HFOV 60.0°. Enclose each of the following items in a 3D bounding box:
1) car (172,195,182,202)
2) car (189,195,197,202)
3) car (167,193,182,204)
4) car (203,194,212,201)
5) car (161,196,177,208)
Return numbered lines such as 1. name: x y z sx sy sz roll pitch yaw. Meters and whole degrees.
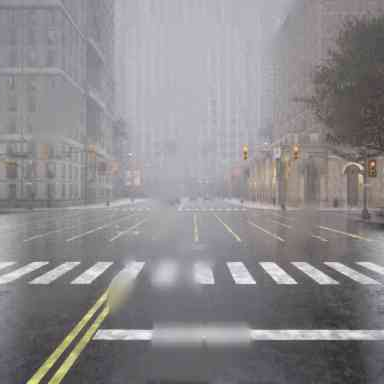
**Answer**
1. car: -3.356 1.500 74.183 1.837 1.490 4.892 0 0 1
2. car: 0.192 1.449 78.638 2.128 1.511 4.902 0 0 1
3. car: -3.515 1.224 63.587 2.150 2.045 5.566 0 0 1
4. car: 3.691 1.280 78.572 2.097 1.767 4.553 0 0 1
5. car: -3.537 1.601 49.037 1.895 1.301 4.718 0 0 -1
